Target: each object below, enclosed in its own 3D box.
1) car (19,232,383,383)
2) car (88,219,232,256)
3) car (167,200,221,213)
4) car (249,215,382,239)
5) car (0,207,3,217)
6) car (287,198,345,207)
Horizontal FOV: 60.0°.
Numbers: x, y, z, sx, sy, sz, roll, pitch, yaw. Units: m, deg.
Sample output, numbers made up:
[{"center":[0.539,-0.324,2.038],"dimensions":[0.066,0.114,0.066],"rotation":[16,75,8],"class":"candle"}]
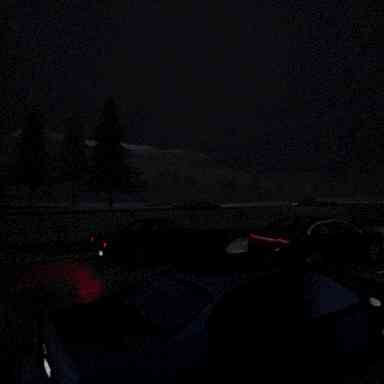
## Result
[{"center":[0.852,1.541,4.238],"dimensions":[5.357,1.411,2.033],"rotation":[0,0,-34],"class":"car"},{"center":[-0.936,1.581,11.403],"dimensions":[4.718,1.301,1.895],"rotation":[0,0,-33],"class":"car"},{"center":[0.214,1.446,28.563],"dimensions":[4.902,1.511,2.128],"rotation":[0,0,-29],"class":"car"},{"center":[3.933,1.481,10.289],"dimensions":[4.902,1.511,2.128],"rotation":[0,0,-32],"class":"car"},{"center":[-15.738,1.444,22.712],"dimensions":[4.892,1.490,1.837],"rotation":[0,0,-35],"class":"car"},{"center":[11.793,1.517,30.551],"dimensions":[5.357,1.411,2.033],"rotation":[0,0,-25],"class":"car"}]
